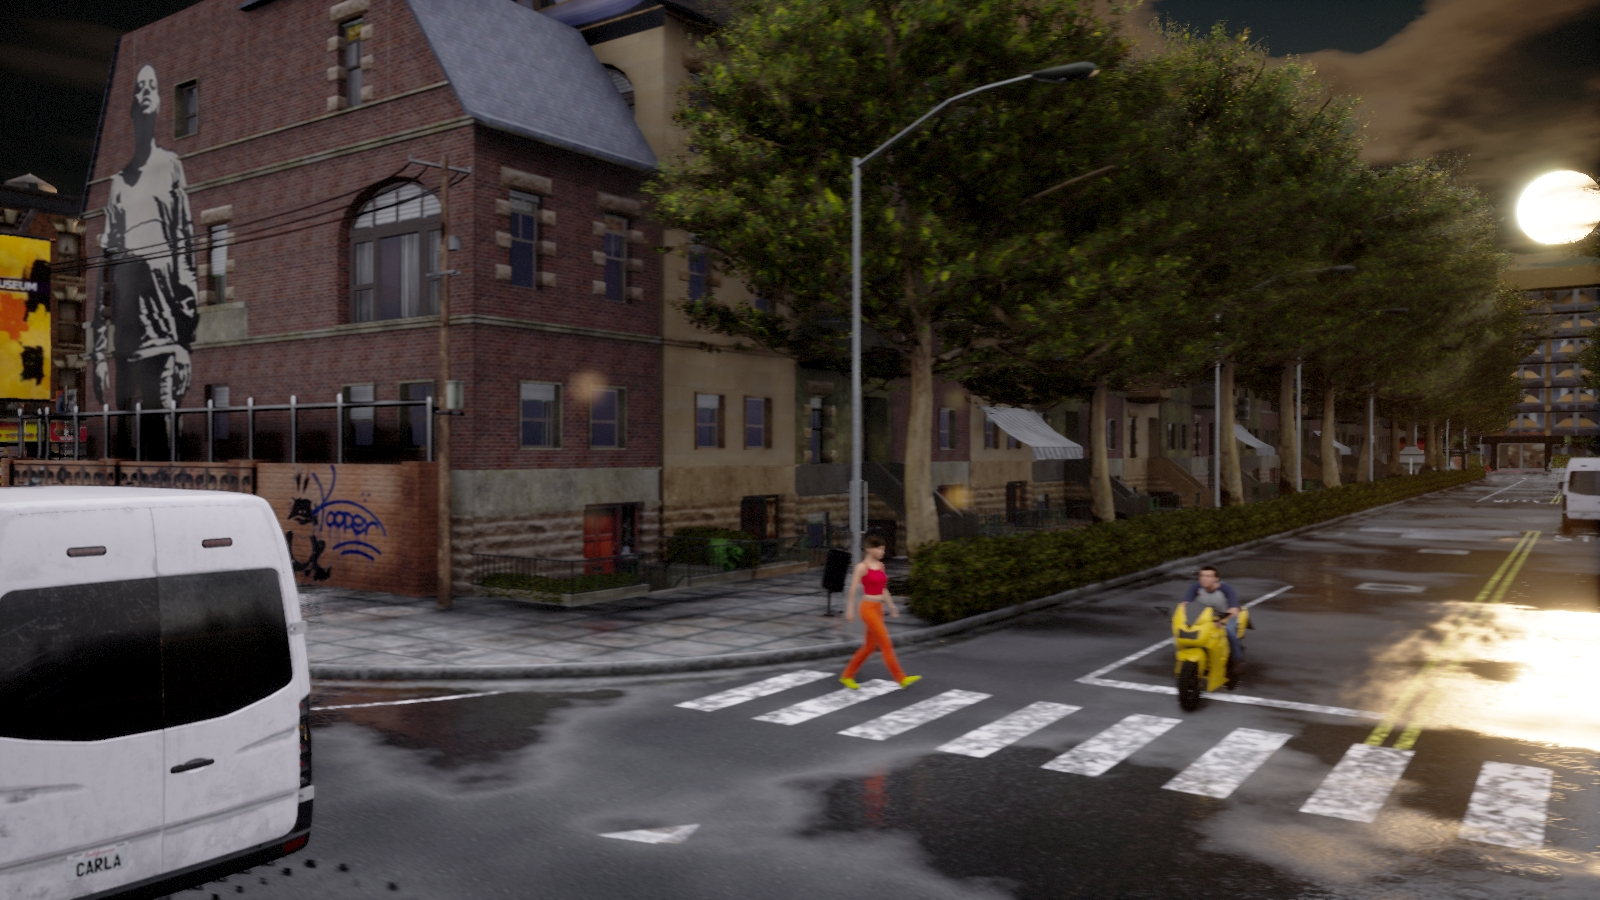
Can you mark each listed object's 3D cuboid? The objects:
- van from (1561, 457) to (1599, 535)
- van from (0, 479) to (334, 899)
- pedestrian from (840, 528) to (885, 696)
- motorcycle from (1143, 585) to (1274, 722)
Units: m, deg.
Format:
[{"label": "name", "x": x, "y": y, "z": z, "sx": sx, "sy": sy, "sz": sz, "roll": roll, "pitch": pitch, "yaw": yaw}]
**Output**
[{"label": "van", "x": 28.222, "y": 1.534, "z": 40.500, "sx": 1.988, "sy": 2.561, "sz": 5.915, "roll": 0, "pitch": 0, "yaw": 35}, {"label": "van", "x": -5.854, "y": 1.533, "z": 7.898, "sx": 5.915, "sy": 2.561, "sz": 1.988, "roll": 0, "pitch": 0, "yaw": 35}, {"label": "pedestrian", "x": 0.725, "y": 1.848, "z": 13.176, "sx": 0.375, "sy": 1.860, "sz": 0.375, "roll": 0, "pitch": 0, "yaw": 36}, {"label": "motorcycle", "x": 4.596, "y": 2.212, "z": 12.771, "sx": 0.803, "sy": 1.145, "sz": 2.033, "roll": 0, "pitch": 1, "yaw": 37}]
